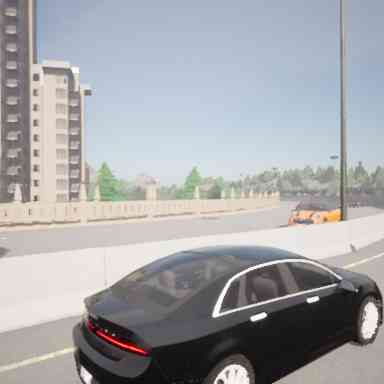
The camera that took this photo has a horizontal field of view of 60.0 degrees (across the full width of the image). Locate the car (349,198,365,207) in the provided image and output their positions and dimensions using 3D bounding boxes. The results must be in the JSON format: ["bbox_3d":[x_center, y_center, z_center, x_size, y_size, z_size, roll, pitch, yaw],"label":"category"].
[{"bbox_3d":[28.080,1.775,56.767,2.128,1.511,4.902,0,-1,17],"label":"car"}]

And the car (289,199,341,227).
[{"bbox_3d":[7.899,1.415,21.010,2.097,1.767,4.553,0,0,41],"label":"car"}]

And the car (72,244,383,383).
[{"bbox_3d":[0.895,1.517,4.689,4.892,1.490,1.837,0,0,-38],"label":"car"}]

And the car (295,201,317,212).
[{"bbox_3d":[14.591,1.803,42.448,1.895,1.301,4.718,0,-1,28],"label":"car"}]

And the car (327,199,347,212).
[{"bbox_3d":[18.697,1.685,42.845,2.128,1.511,4.902,0,-1,27],"label":"car"}]
